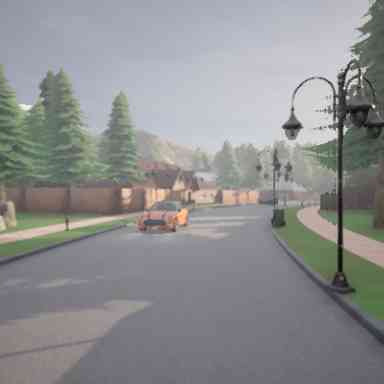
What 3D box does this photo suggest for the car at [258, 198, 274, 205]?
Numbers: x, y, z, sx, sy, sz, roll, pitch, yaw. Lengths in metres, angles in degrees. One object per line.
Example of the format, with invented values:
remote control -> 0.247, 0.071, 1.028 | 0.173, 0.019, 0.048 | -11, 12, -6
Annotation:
car -> 13.210, 1.630, 58.151 | 1.895, 1.301, 4.718 | 0, 0, 33

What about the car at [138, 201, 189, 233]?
car -> -1.588, 1.337, 19.777 | 2.097, 1.767, 4.553 | 0, 0, 11
